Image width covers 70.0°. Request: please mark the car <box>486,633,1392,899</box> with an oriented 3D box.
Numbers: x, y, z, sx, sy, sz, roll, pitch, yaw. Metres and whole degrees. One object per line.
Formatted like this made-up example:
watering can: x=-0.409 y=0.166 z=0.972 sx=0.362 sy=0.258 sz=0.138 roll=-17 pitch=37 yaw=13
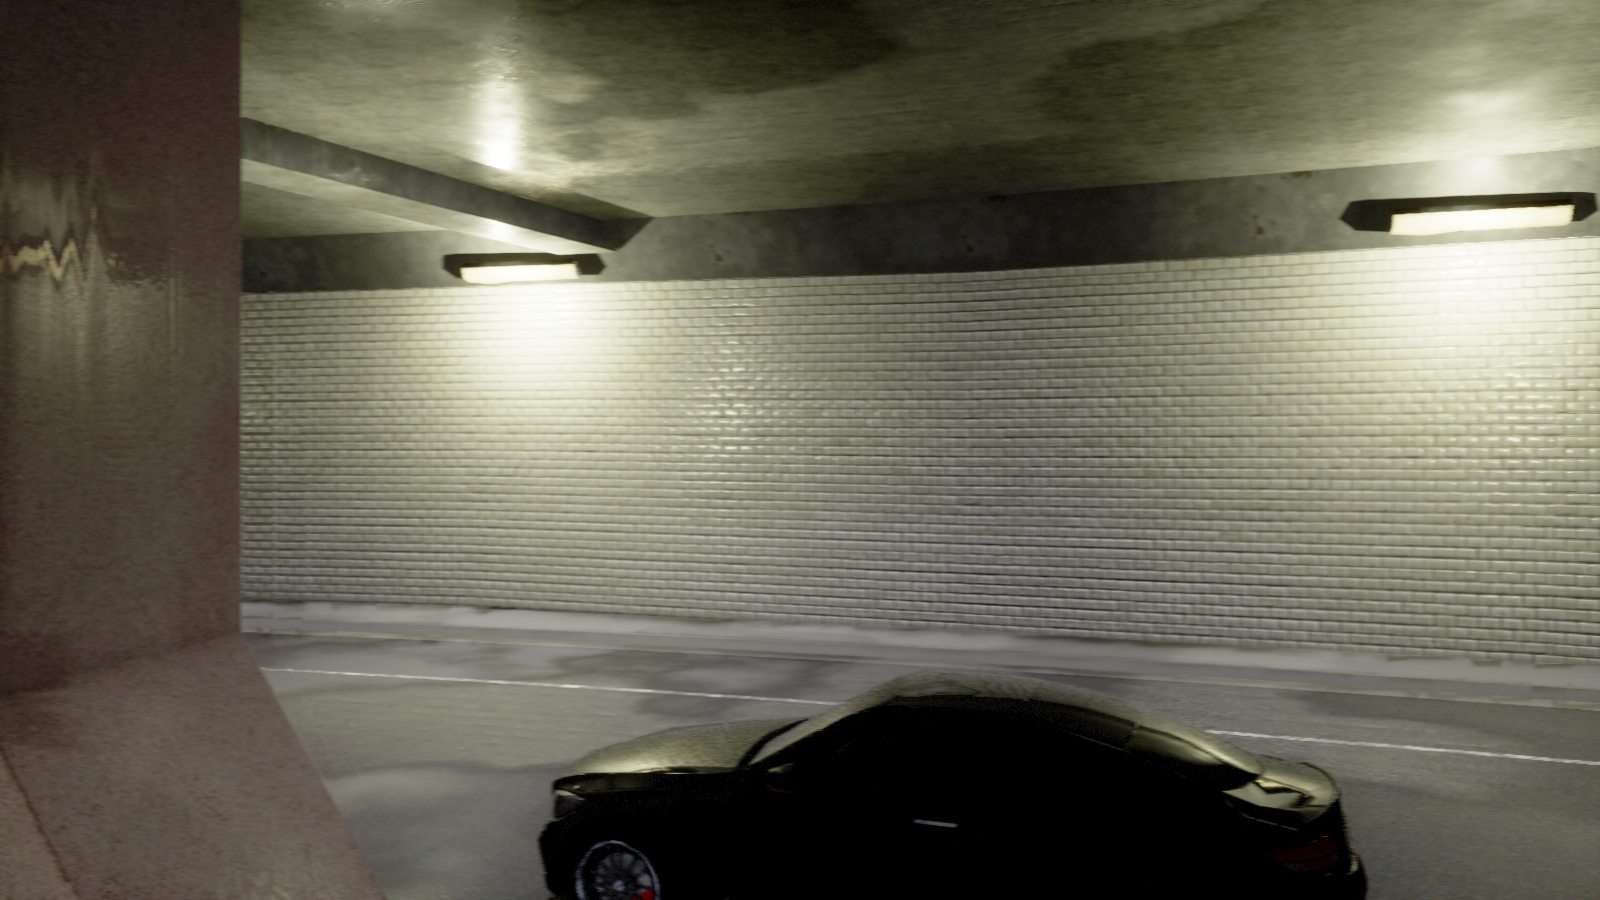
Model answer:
car: x=0.730 y=2.078 z=6.730 sx=4.674 sy=1.442 sz=2.002 roll=0 pitch=0 yaw=20
